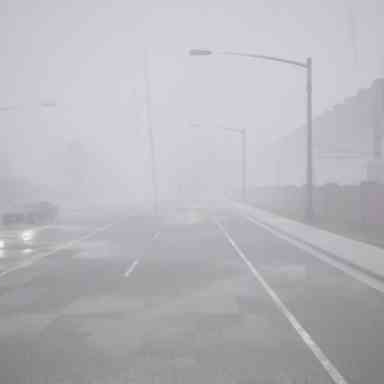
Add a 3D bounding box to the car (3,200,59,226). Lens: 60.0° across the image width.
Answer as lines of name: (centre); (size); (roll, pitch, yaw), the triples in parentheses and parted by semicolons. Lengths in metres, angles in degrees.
car: (-10.593, 1.324, 22.226); (1.882, 1.535, 5.008); (0, 1, 0)
